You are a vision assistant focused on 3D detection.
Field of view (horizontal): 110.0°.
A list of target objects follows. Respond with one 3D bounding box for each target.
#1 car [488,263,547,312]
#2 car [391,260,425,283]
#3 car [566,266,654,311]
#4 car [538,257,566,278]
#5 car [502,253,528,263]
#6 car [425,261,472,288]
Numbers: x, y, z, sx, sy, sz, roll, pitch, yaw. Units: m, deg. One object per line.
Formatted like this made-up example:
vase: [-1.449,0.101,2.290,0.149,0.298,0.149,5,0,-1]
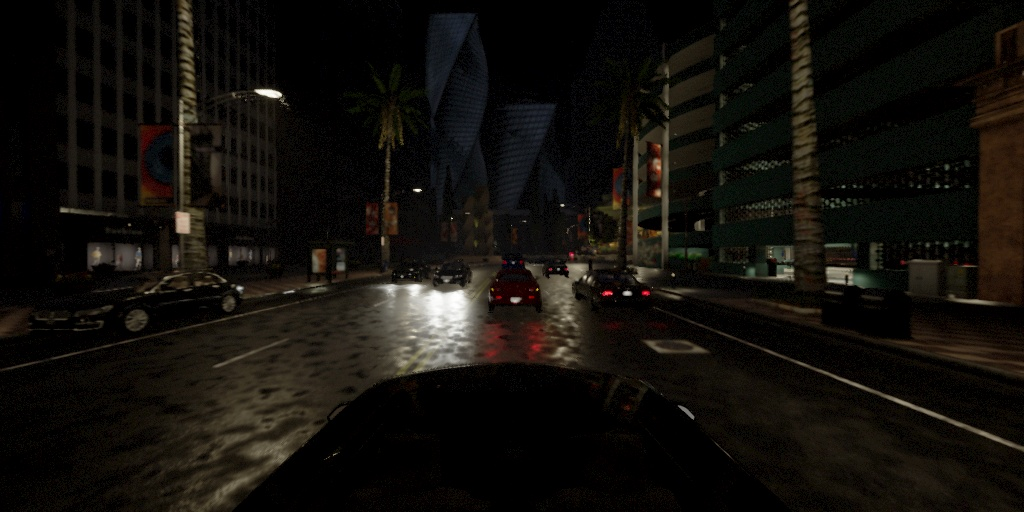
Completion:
car: [0.093,1.178,13.514,1.812,1.442,4.674,0,0,0]
car: [-7.046,1.058,25.442,1.837,1.490,4.892,0,0,1]
car: [3.604,1.199,13.717,2.033,1.411,5.357,0,0,0]
car: [3.619,1.063,30.303,2.033,1.411,5.357,0,1,0]
car: [0.206,0.698,34.906,2.150,2.045,5.566,0,0,2]
car: [-3.572,1.073,22.063,2.128,1.511,4.902,0,0,0]
